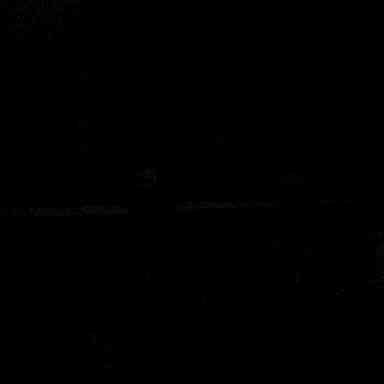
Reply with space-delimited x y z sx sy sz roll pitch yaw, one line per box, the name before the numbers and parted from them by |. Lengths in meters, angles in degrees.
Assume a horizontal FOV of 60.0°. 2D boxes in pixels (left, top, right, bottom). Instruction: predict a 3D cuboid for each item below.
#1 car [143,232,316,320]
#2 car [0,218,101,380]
car | 0.999 1.581 7.261 4.206 1.307 1.802 0 0 -35
car | -3.631 1.315 3.968 5.009 1.841 2.192 0 0 -35
